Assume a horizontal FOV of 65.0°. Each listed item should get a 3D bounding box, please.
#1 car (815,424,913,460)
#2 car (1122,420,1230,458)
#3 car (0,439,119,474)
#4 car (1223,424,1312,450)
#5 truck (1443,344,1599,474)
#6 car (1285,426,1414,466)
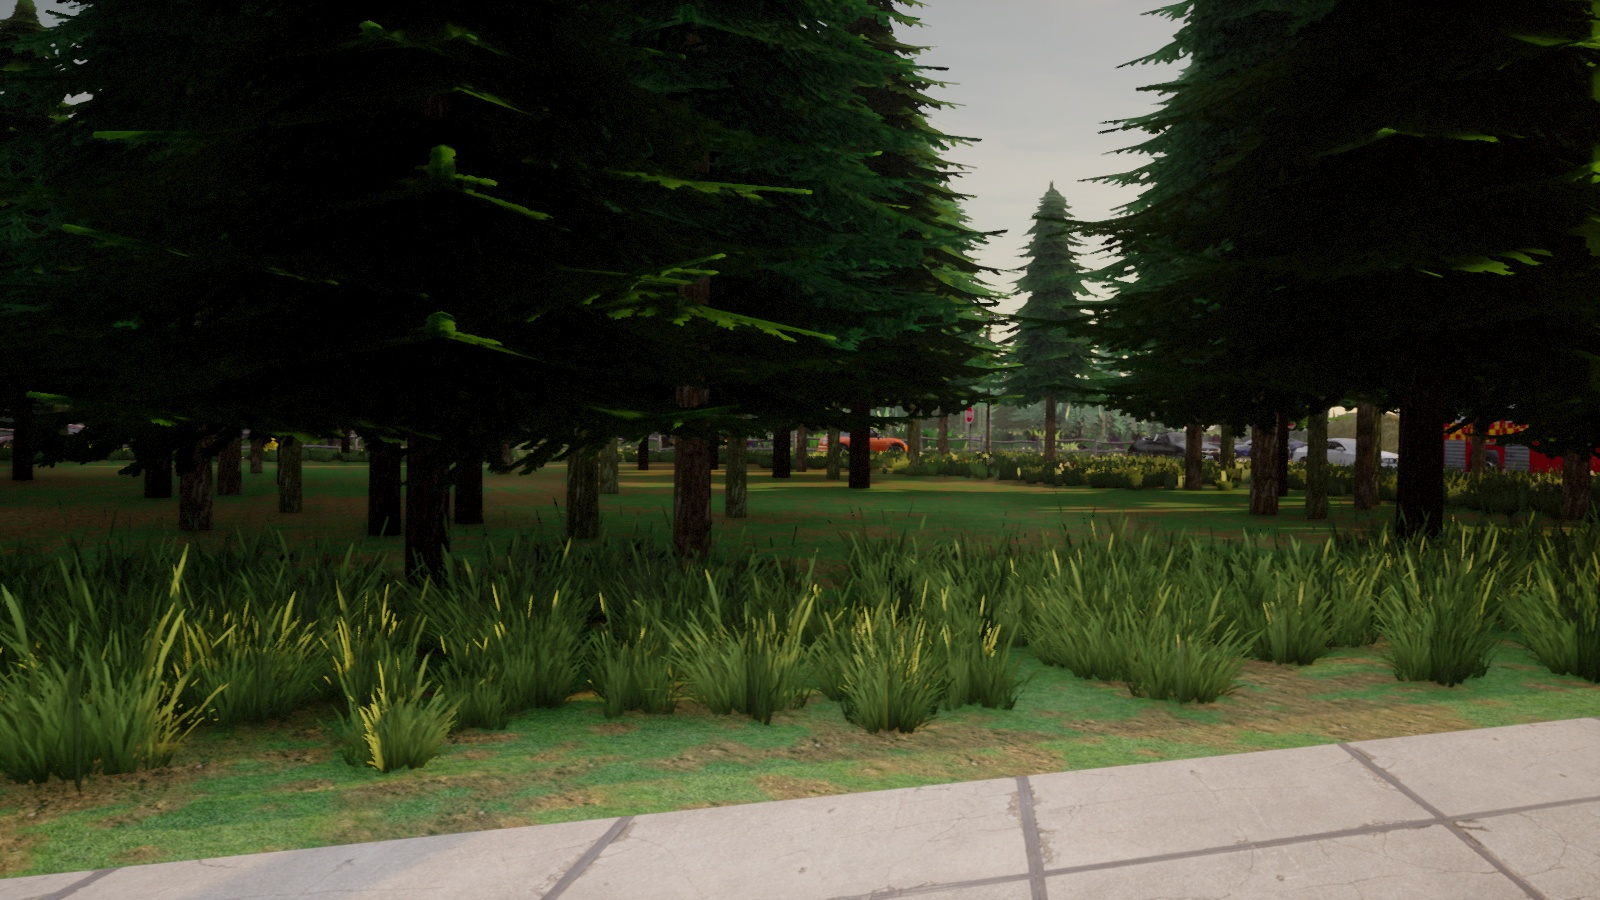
[{"bbox_3d":[3.277,-0.443,64.390,4.553,1.767,2.097,-1,1,-18],"label":"car"},{"bbox_3d":[17.303,-0.540,58.003,2.152,1.651,5.027,-1,1,-21],"label":"car"},{"bbox_3d":[-32.861,0.280,55.467,4.674,1.442,1.812,-1,1,-20],"label":"car"},{"bbox_3d":[28.385,-0.775,76.246,4.792,1.488,2.163,-1,1,-18],"label":"car"},{"bbox_3d":[24.580,-1.252,38.980,2.891,3.827,8.468,-1,1,-21],"label":"truck"},{"bbox_3d":[21.048,-0.175,48.323,1.812,1.442,4.674,-1,1,-21],"label":"car"}]
